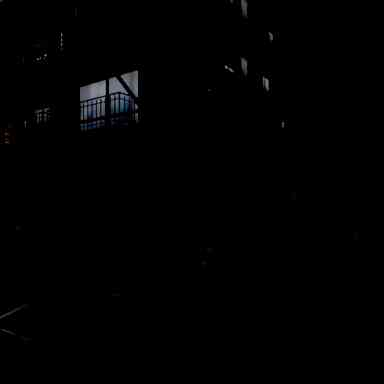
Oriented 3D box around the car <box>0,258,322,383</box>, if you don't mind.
[{"bbox_3d":[-0.884,1.566,3.503,4.313,1.339,1.947,0,0,35],"label":"car"}]
